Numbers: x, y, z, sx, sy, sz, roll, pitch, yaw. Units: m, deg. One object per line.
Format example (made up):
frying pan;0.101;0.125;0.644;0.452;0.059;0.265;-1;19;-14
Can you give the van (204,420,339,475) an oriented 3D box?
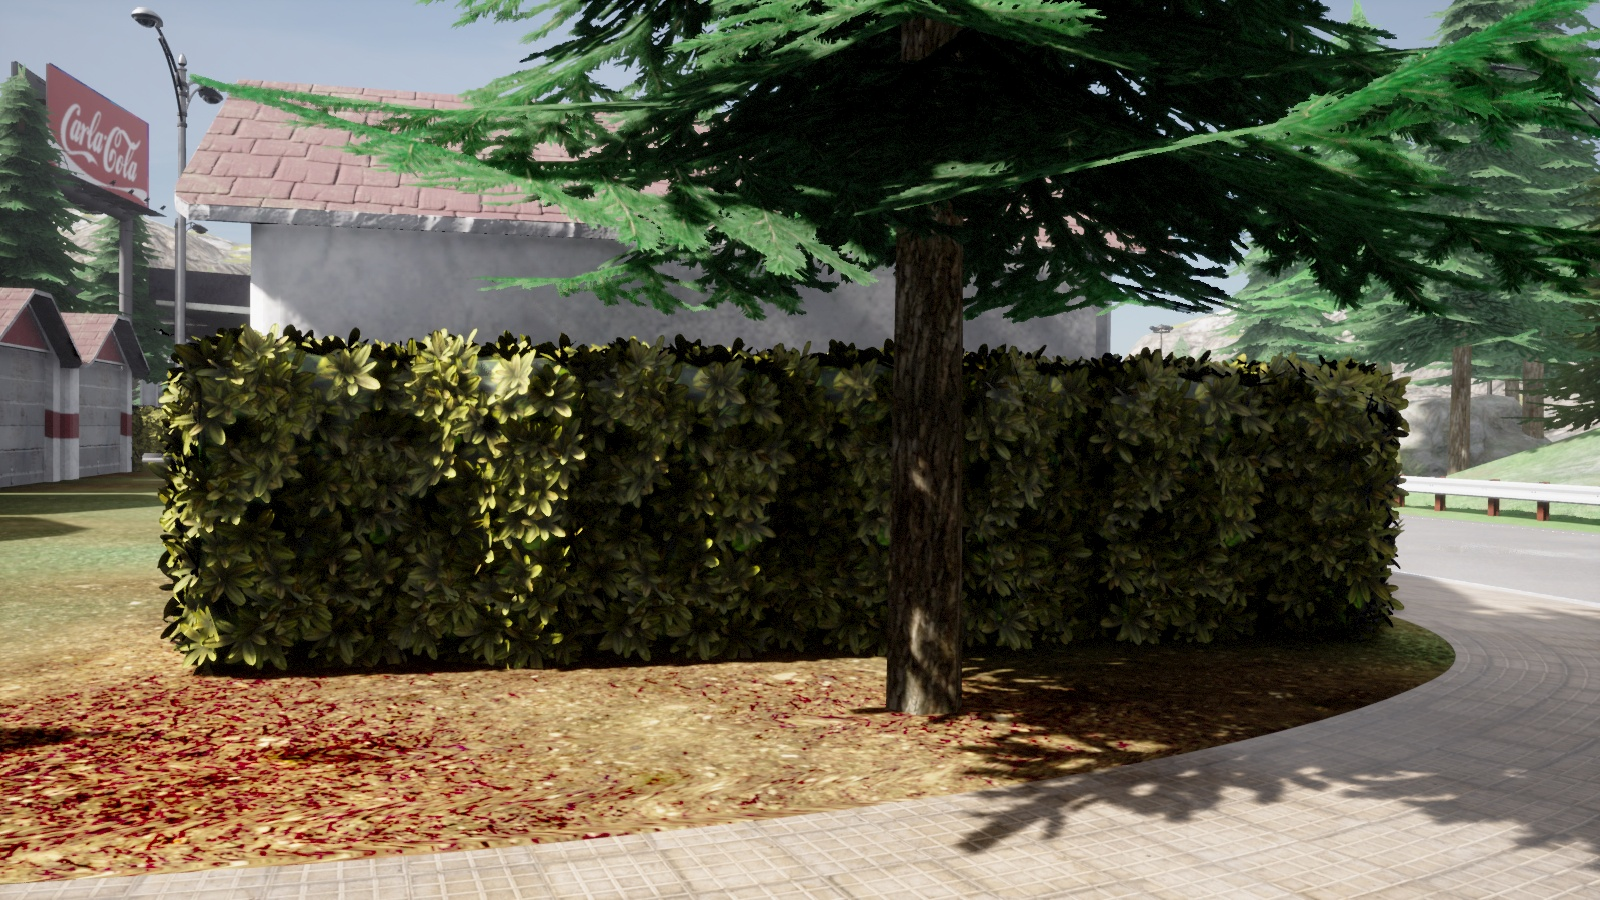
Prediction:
van;-19.764;-0.103;47.132;4.442;1.987;1.775;0;0;-14
